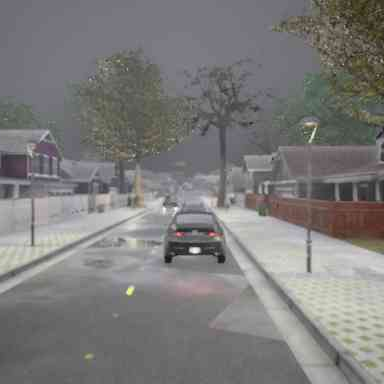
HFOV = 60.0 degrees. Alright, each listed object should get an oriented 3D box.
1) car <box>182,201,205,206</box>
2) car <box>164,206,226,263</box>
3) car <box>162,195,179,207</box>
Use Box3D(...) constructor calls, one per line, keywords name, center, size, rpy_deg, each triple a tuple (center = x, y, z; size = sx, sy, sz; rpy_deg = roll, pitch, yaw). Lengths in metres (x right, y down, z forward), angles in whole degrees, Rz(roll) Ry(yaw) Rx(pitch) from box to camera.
Box3D(name="car", center=(0.101, 1.372, 26.728), size=(1.895, 1.301, 4.718), rpy_deg=(0, 0, 0))
Box3D(name="car", center=(0.093, 1.395, 11.482), size=(1.837, 1.490, 4.892), rpy_deg=(0, -1, 0))
Box3D(name="car", center=(-2.786, 1.155, 43.576), size=(1.837, 1.490, 4.892), rpy_deg=(0, 1, 0))
